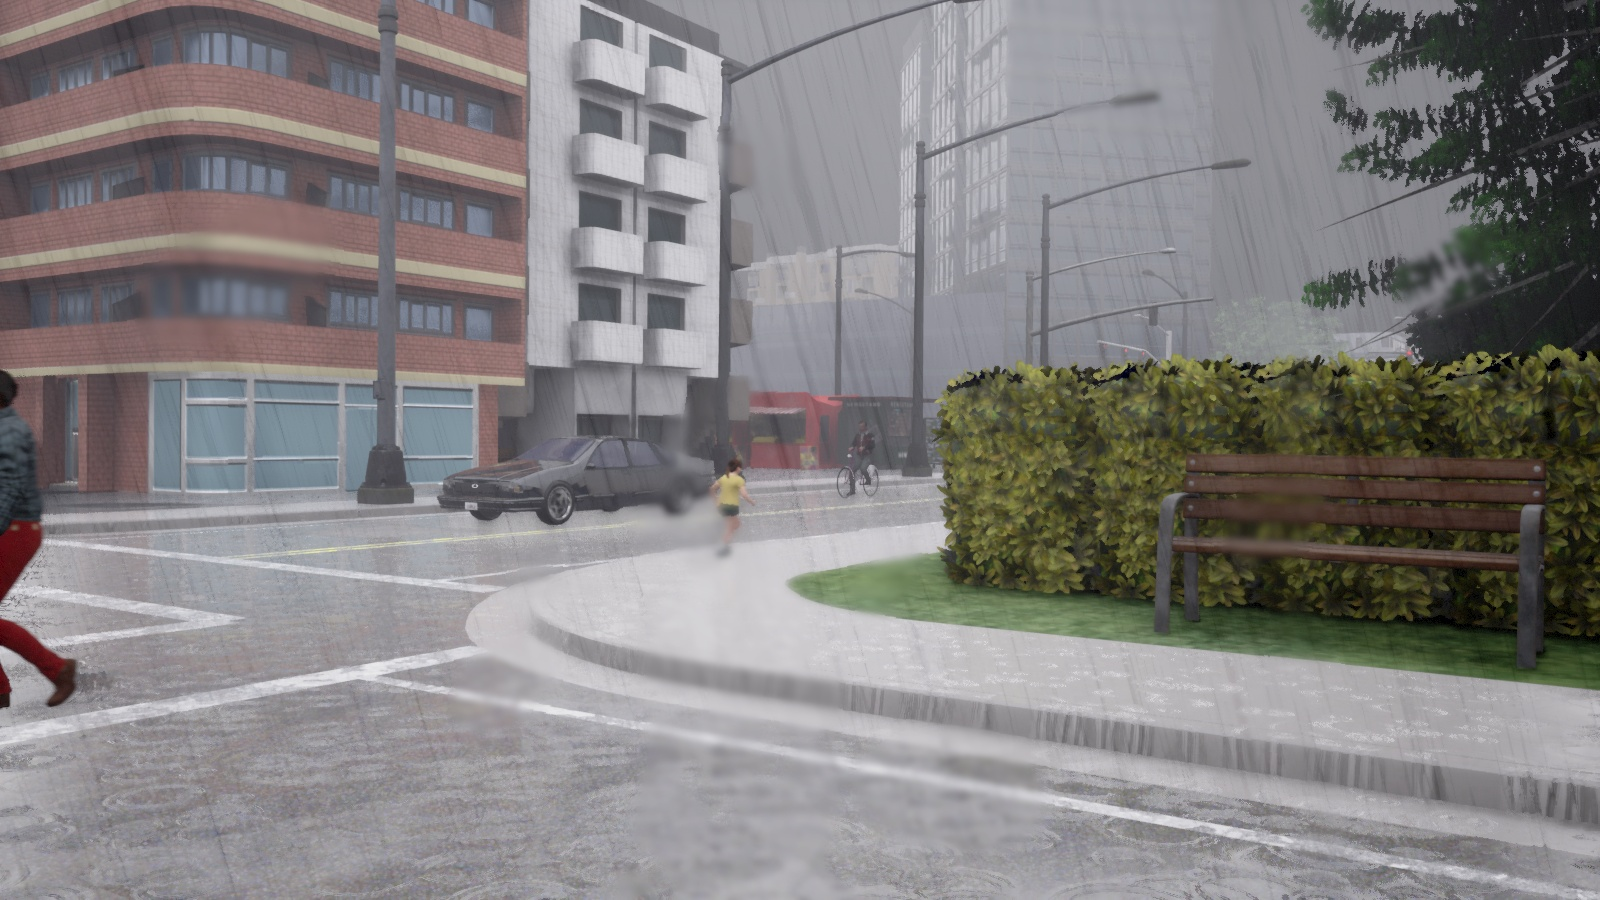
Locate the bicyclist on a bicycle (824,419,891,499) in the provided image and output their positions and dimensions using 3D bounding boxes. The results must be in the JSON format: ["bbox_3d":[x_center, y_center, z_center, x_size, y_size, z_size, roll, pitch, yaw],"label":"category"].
[{"bbox_3d":[1.338,0.196,28.807,0.659,1.776,1.843,0,1,34],"label":"bicyclist on a bicycle"}]

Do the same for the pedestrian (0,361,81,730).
[{"bbox_3d":[-4.070,0.475,6.436,0.614,1.847,0.353,-1,1,-35],"label":"pedestrian"}]

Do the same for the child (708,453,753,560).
[{"bbox_3d":[-0.736,0.588,13.348,0.255,1.110,0.394,0,1,44],"label":"child"}]

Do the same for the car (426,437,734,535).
[{"bbox_3d":[-3.556,0.517,21.508,2.033,1.411,5.357,0,1,34],"label":"car"}]
